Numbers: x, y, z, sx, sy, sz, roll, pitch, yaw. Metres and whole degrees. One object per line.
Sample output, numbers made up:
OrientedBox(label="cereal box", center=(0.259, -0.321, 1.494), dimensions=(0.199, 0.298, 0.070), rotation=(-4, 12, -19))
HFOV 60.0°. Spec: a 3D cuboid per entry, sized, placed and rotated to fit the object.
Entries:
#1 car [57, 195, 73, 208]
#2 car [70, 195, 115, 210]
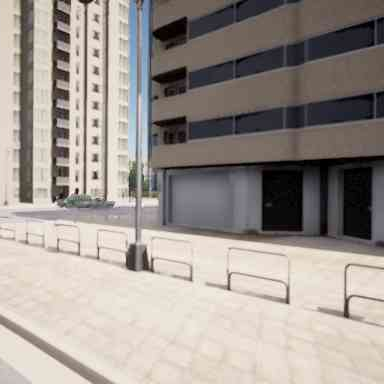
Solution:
OrientedBox(label="car", center=(-14.798, 1.133, 42.342), dimensions=(2.097, 1.767, 4.553), rotation=(1, 0, 39))
OrientedBox(label="car", center=(-11.853, 1.413, 40.423), dimensions=(1.895, 1.301, 4.718), rotation=(1, 0, 39))
